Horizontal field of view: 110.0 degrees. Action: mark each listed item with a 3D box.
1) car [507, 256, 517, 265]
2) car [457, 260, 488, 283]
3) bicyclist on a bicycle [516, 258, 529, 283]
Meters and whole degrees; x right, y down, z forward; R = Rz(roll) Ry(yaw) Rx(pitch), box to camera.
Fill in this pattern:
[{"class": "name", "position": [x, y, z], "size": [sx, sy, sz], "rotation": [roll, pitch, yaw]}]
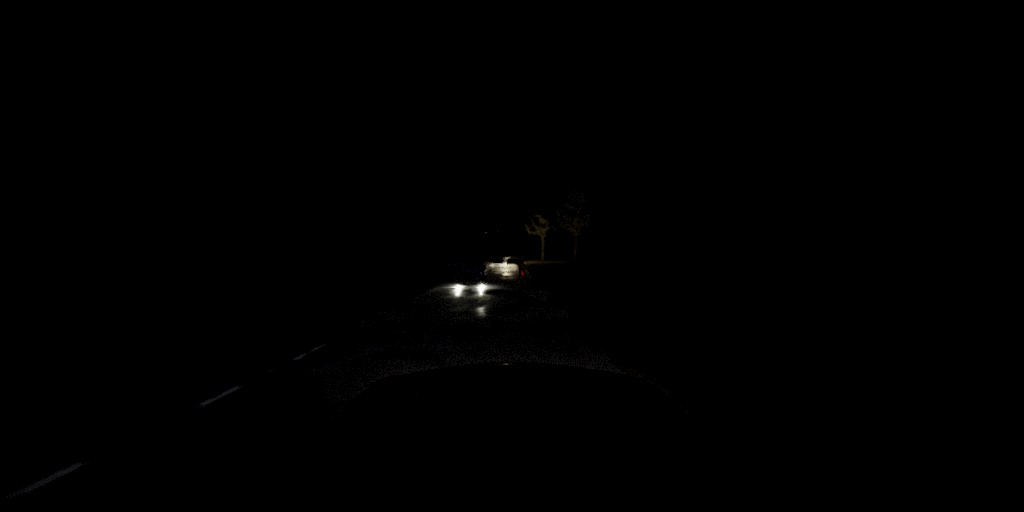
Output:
[{"class": "car", "position": [0.034, 0.937, 64.958], "size": [1.895, 1.301, 4.718], "rotation": [0, 0, 1]}, {"class": "car", "position": [-2.838, 1.074, 26.285], "size": [1.882, 1.535, 5.008], "rotation": [0, 0, 0]}, {"class": "bicyclist on a bicycle", "position": [0.741, 1.040, 25.107], "size": [0.866, 1.612, 1.509], "rotation": [0, 0, 0]}]
